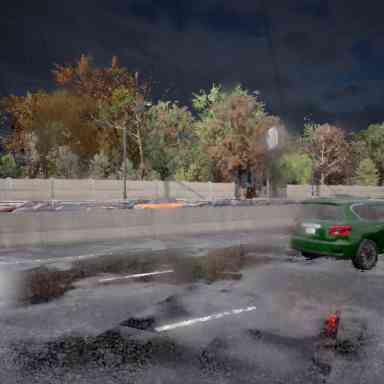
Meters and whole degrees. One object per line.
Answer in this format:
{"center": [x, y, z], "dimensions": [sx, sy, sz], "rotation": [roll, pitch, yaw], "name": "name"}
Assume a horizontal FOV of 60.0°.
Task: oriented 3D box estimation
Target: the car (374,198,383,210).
{"center": [26.419, 1.556, 43.698], "dimensions": [5.357, 1.411, 2.033], "rotation": [0, 0, -31], "name": "car"}

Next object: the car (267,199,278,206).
{"center": [12.001, 1.549, 43.350], "dimensions": [5.357, 1.411, 2.033], "rotation": [0, 0, -30], "name": "car"}

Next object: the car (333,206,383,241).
{"center": [10.116, 1.547, 17.642], "dimensions": [5.357, 1.411, 2.033], "rotation": [0, 0, -30], "name": "car"}

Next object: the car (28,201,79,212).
{"center": [-8.568, 1.526, 23.143], "dimensions": [4.674, 1.442, 1.812], "rotation": [0, 0, -31], "name": "car"}

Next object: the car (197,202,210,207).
{"center": [3.128, 1.548, 38.148], "dimensions": [5.357, 1.411, 2.033], "rotation": [0, 0, -30], "name": "car"}

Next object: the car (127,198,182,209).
{"center": [-3.192, 1.352, 30.371], "dimensions": [4.553, 1.767, 2.097], "rotation": [0, 0, -30], "name": "car"}

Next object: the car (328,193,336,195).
{"center": [20.919, 1.228, 48.582], "dimensions": [5.566, 2.045, 2.150], "rotation": [0, 0, -30], "name": "car"}

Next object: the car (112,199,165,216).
{"center": [-5.301, 1.505, 33.188], "dimensions": [4.892, 1.490, 1.837], "rotation": [0, 0, -30], "name": "car"}

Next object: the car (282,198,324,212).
{"center": [13.388, 1.493, 40.107], "dimensions": [4.902, 1.511, 2.128], "rotation": [0, 0, -30], "name": "car"}

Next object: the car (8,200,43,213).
{"center": [-11.169, 1.492, 25.687], "dimensions": [4.902, 1.511, 2.128], "rotation": [0, 0, -30], "name": "car"}

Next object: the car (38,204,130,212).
{"center": [-6.533, 1.601, 20.296], "dimensions": [4.718, 1.301, 1.895], "rotation": [0, 0, -30], "name": "car"}

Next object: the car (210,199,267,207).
{"center": [4.991, 1.548, 35.177], "dimensions": [5.357, 1.411, 2.033], "rotation": [0, 0, -31], "name": "car"}

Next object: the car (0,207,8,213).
{"center": [-13.666, 1.478, 28.282], "dimensions": [5.008, 1.535, 1.882], "rotation": [0, 0, -30], "name": "car"}

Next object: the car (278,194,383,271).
{"center": [5.761, 1.221, 11.044], "dimensions": [5.566, 2.045, 2.150], "rotation": [0, 0, -30], "name": "car"}
